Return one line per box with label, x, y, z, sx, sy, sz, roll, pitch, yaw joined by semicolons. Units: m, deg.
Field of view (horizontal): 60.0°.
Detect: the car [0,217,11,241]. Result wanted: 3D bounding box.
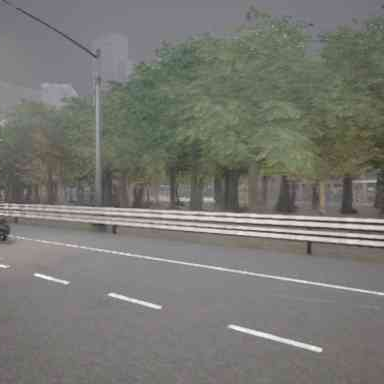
car;-10.229;1.537;15.464;4.674;1.442;1.812;0;0;35
